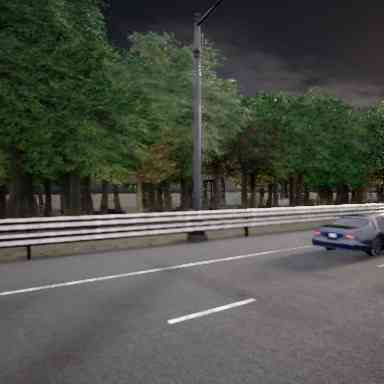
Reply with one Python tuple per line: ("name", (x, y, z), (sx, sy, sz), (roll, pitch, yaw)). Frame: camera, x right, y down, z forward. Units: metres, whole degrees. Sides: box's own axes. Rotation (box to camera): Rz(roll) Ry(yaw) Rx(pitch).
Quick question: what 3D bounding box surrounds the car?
("car", (6.914, 1.553, 12.980), (5.357, 1.411, 2.033), (0, 0, -36))
